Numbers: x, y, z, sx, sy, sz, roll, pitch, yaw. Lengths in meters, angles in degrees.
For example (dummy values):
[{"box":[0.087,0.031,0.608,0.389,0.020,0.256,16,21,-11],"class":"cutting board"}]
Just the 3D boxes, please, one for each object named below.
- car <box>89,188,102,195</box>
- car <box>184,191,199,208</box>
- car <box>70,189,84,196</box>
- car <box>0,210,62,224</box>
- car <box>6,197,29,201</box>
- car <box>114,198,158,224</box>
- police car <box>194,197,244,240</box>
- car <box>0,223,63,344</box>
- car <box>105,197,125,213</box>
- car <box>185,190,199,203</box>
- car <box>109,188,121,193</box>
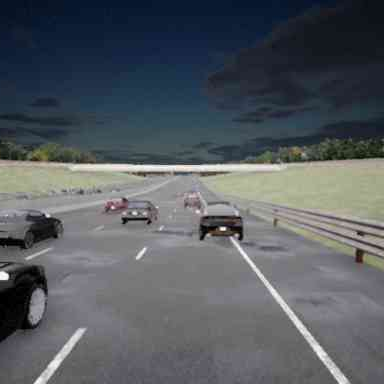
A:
[{"box":[-20.934,-0.036,72.130,1.837,1.490,4.892,0,2,0],"class":"car"},{"box":[0.060,1.020,38.281,2.128,1.511,4.902,0,1,1],"class":"car"},{"box":[-24.435,0.055,70.743,2.128,1.511,4.902,0,2,0],"class":"car"},{"box":[-6.887,1.400,13.562,1.994,1.385,4.181,0,1,0],"class":"car"},{"box":[-17.563,1.172,33.572,1.994,1.385,4.181,0,1,0],"class":"car"},{"box":[-3.378,1.292,22.109,2.033,1.411,5.357,0,1,0],"class":"car"},{"box":[1.239,1.236,15.846,1.930,1.638,5.238,0,1,0],"class":"police car"},{"box":[-3.397,1.429,3.701,1.882,1.535,5.008,0,1,0],"class":"car"},{"box":[-6.871,1.167,31.211,1.812,1.442,4.674,0,1,0],"class":"car"},{"box":[0.040,0.599,50.572,2.097,1.767,4.553,0,2,0],"class":"car"},{"box":[-17.431,-0.198,75.178,2.128,1.511,4.902,0,2,0],"class":"car"}]
